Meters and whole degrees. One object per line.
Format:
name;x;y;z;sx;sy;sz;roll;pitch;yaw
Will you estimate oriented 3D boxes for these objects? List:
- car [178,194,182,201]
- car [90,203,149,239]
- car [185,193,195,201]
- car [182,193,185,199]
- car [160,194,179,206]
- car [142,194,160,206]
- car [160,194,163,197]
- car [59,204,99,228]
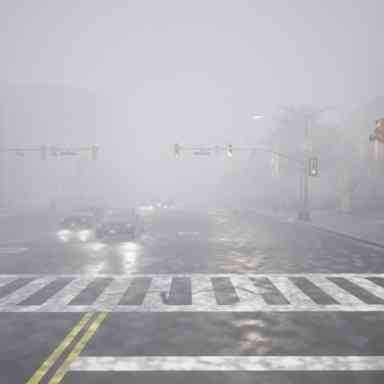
car;-3.676;1.581;67.500;1.994;1.385;4.181;0;0;1
car;-3.619;1.530;17.421;1.812;1.442;4.674;0;0;0
car;-1.290;1.246;87.841;2.150;2.045;5.566;0;0;-29
car;-4.333;1.376;86.136;2.097;1.767;4.553;0;0;-29
car;-3.670;1.561;56.056;2.033;1.411;5.357;0;0;0
car;-7.166;1.505;55.583;2.128;1.511;4.902;0;0;0
car;-7.178;1.617;67.034;1.895;1.301;4.718;0;0;1
car;-7.125;1.553;22.514;2.033;1.411;5.357;0;0;0
